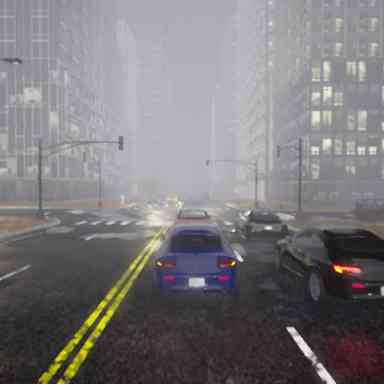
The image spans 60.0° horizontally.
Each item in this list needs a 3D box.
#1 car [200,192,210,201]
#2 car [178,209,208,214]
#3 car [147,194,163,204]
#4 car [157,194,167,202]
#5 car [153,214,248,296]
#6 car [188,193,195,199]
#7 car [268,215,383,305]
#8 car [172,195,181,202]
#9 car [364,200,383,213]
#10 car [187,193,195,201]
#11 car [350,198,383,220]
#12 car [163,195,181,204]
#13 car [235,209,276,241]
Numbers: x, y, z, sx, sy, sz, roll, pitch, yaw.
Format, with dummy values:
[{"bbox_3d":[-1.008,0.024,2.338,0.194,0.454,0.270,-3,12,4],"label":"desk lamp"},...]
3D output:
[{"bbox_3d":[3.069,1.016,79.030,2.150,2.045,5.566,0,0,0],"label":"car"},{"bbox_3d":[0.062,1.562,17.648,1.895,1.301,4.718,0,0,0],"label":"car"},{"bbox_3d":[-6.690,1.407,58.303,2.033,1.411,5.357,0,0,0],"label":"car"},{"bbox_3d":[-6.669,1.315,73.529,1.837,1.490,4.892,0,0,0],"label":"car"},{"bbox_3d":[0.082,1.508,8.473,1.812,1.442,4.674,0,0,0],"label":"car"},{"bbox_3d":[-0.206,1.122,89.411,1.812,1.442,4.674,0,0,0],"label":"car"},{"bbox_3d":[3.334,1.509,7.920,1.812,1.442,4.674,0,0,0],"label":"car"},{"bbox_3d":[-3.419,1.411,73.440,1.895,1.301,4.718,0,0,0],"label":"car"},{"bbox_3d":[21.727,1.584,36.542,4.829,1.417,1.752,1,1,1],"label":"car"},{"bbox_3d":[-0.182,1.385,79.440,1.895,1.301,4.718,0,0,0],"label":"car"},{"bbox_3d":[16.138,1.474,28.242,5.009,1.841,2.192,1,1,1],"label":"car"},{"bbox_3d":[-3.446,1.337,58.390,1.882,1.535,5.008,0,0,0],"label":"car"},{"bbox_3d":[3.317,1.528,16.489,1.994,1.385,4.181,0,0,-1],"label":"car"}]
